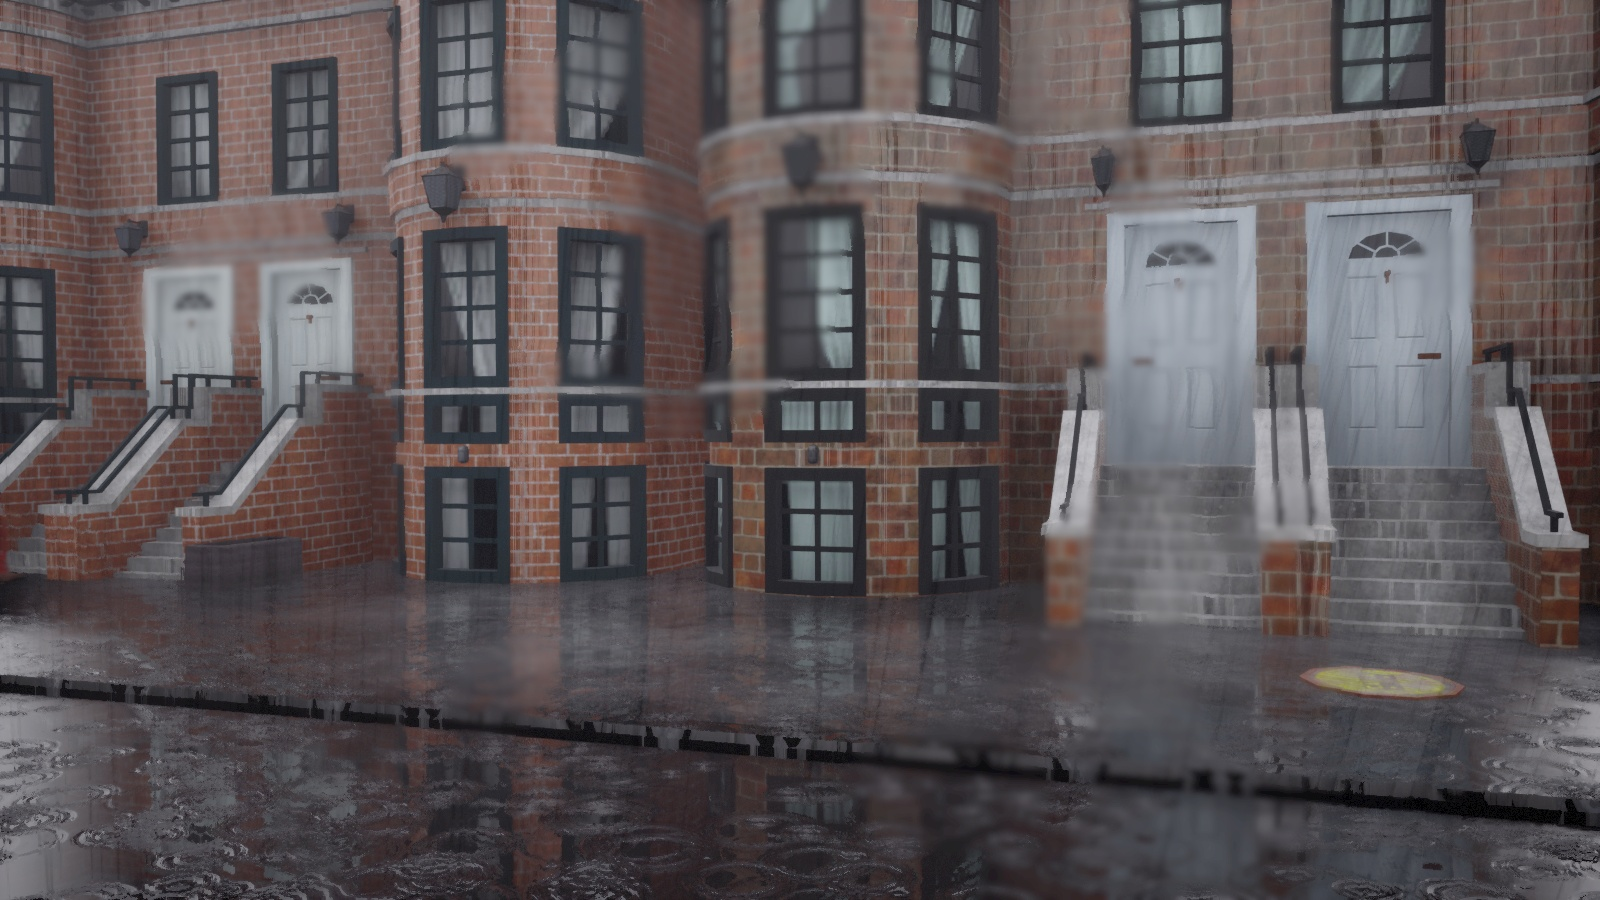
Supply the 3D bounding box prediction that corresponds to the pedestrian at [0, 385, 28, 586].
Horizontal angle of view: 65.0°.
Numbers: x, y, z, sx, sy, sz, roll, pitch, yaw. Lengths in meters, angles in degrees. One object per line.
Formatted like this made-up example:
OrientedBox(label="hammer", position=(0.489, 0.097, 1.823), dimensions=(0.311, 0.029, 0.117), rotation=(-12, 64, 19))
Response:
OrientedBox(label="pedestrian", position=(-7.608, 0.320, 11.702), dimensions=(0.614, 1.847, 0.353), rotation=(0, 1, 10))
